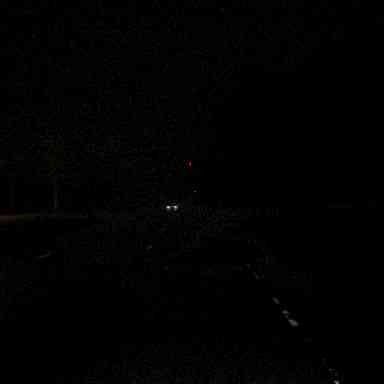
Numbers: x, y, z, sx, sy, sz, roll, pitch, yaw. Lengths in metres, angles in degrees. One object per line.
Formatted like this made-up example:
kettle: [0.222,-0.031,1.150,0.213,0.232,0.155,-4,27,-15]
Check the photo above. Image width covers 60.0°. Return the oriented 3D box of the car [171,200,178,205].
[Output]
car: [-4.730,2.844,89.460,1.812,1.442,4.674,0,-2,-1]

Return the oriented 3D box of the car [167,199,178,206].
car: [-4.383,2.403,73.889,1.837,1.490,4.892,0,-1,-1]
